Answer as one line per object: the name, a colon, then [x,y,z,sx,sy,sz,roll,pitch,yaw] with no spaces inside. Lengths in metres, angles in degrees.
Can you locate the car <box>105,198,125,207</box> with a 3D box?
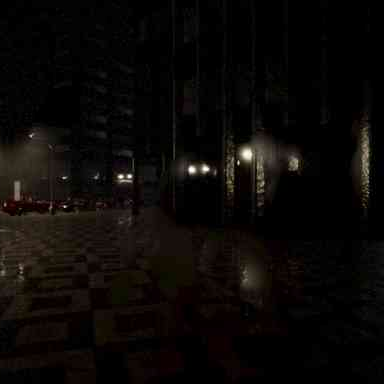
car: [-12.754,1.574,50.736,1.802,1.307,4.206,0,0,35]

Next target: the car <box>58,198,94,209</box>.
car: [-15.967,1.540,46.101,1.887,1.381,4.507,0,0,35]

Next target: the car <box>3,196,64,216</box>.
car: [-15.399,1.323,31.953,2.192,1.841,5.009,0,0,35]

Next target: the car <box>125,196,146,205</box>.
car: [-9.542,1.429,55.371,1.967,1.590,4.097,0,0,35]

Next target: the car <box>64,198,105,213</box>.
car: [-12.186,1.571,36.589,1.947,1.339,4.313,0,0,35]
